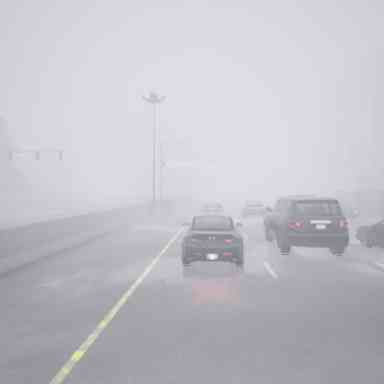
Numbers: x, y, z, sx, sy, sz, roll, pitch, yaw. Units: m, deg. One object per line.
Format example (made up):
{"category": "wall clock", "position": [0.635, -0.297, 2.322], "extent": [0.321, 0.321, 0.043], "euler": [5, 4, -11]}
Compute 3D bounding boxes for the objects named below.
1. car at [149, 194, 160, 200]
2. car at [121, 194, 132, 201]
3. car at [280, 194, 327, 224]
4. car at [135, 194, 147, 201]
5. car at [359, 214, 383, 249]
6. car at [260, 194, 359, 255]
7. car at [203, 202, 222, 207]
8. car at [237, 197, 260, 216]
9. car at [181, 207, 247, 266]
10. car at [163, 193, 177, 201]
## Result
{"category": "car", "position": [-9.056, 1.385, 81.358], "extent": [1.994, 1.385, 4.181], "euler": [0, 0, 4]}
{"category": "car", "position": [-16.040, 1.298, 81.827], "extent": [1.882, 1.535, 5.008], "euler": [0, 0, 4]}
{"category": "car", "position": [8.640, 1.203, 26.365], "extent": [2.150, 2.045, 5.566], "euler": [0, 0, 4]}
{"category": "car", "position": [-12.546, 1.181, 81.621], "extent": [2.097, 1.767, 4.553], "euler": [0, 0, 4]}
{"category": "car", "position": [7.735, 1.545, 11.716], "extent": [2.033, 1.411, 5.357], "euler": [0, 0, 4]}
{"category": "car", "position": [4.328, 1.211, 13.389], "extent": [2.150, 2.045, 5.566], "euler": [0, 0, 4]}
{"category": "car", "position": [1.617, 1.516, 26.261], "extent": [2.033, 1.411, 5.357], "euler": [0, 0, 4]}
{"category": "car", "position": [5.311, 1.462, 29.142], "extent": [2.128, 1.511, 4.902], "euler": [0, 0, 3]}
{"category": "car", "position": [0.707, 1.492, 11.460], "extent": [1.837, 1.490, 4.892], "euler": [0, 0, 4]}
{"category": "car", "position": [-5.564, 1.363, 81.123], "extent": [1.812, 1.442, 4.674], "euler": [0, 0, 4]}
